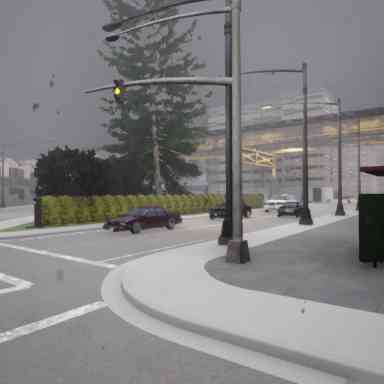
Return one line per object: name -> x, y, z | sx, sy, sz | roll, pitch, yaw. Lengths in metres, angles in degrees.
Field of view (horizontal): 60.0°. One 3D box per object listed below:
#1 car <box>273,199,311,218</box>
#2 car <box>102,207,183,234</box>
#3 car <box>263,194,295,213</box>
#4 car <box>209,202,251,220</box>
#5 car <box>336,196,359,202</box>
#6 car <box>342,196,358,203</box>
car -> 9.480, 1.587, 30.702 | 1.994, 1.385, 4.181 | -1, 0, 36
car -> -2.771, 1.602, 20.068 | 2.033, 1.411, 5.357 | -1, 0, 36
car -> 10.059, 1.282, 37.765 | 2.150, 2.045, 5.566 | -1, -1, 36
car -> 3.344, 1.535, 28.519 | 1.882, 1.535, 5.008 | -1, 0, 36
car -> 31.871, 1.364, 68.050 | 4.536, 1.218, 1.853 | 0, 0, -29
car -> 31.827, 1.522, 68.023 | 4.974, 1.542, 2.038 | 0, 0, -29
